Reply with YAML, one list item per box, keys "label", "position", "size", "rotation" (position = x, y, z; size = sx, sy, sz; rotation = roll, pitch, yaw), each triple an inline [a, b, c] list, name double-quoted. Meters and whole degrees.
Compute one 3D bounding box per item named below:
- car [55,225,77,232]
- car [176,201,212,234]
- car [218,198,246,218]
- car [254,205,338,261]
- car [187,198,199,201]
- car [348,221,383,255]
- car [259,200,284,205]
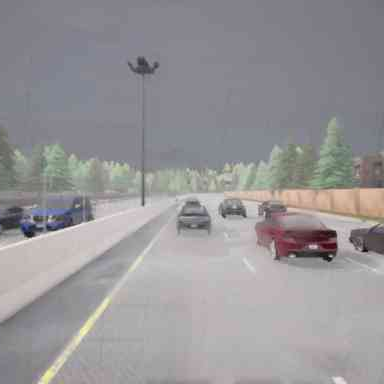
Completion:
- label: "car"
  position: [-7.093, 1.221, 18.238]
  size: [2.150, 2.045, 5.566]
  rotation: [0, 0, 0]
- label: "car"
  position: [0.106, 1.492, 19.165]
  size: [2.128, 1.511, 4.902]
  rotation: [0, 0, 0]
- label: "car"
  position: [3.608, 1.352, 30.451]
  size: [2.097, 1.767, 4.553]
  rotation: [0, 0, 0]
- label: "car"
  position: [3.603, 1.478, 12.365]
  size: [1.882, 1.535, 5.008]
  rotation: [0, 0, 0]
- label: "car"
  position: [0.111, 1.506, 40.093]
  size: [1.837, 1.490, 4.892]
  rotation: [0, 0, 0]
- label: "car"
  position: [7.097, 1.547, 10.680]
  size: [2.033, 1.411, 5.357]
  rotation: [0, 0, 0]
- label: "car"
  position: [7.108, 1.505, 29.739]
  size: [1.837, 1.490, 4.892]
  rotation: [0, 0, 0]
